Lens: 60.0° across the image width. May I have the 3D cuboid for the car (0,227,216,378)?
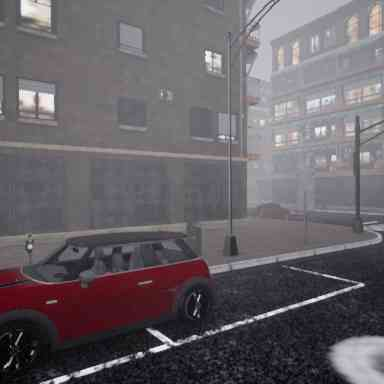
[{"bbox_3d":[-1.645,1.440,5.446,4.097,1.590,1.967,0,0,-35],"label":"car"}]

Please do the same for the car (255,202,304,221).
[{"bbox_3d":[6.835,1.470,26.225,1.802,1.307,4.206,0,0,-35],"label":"car"}]
